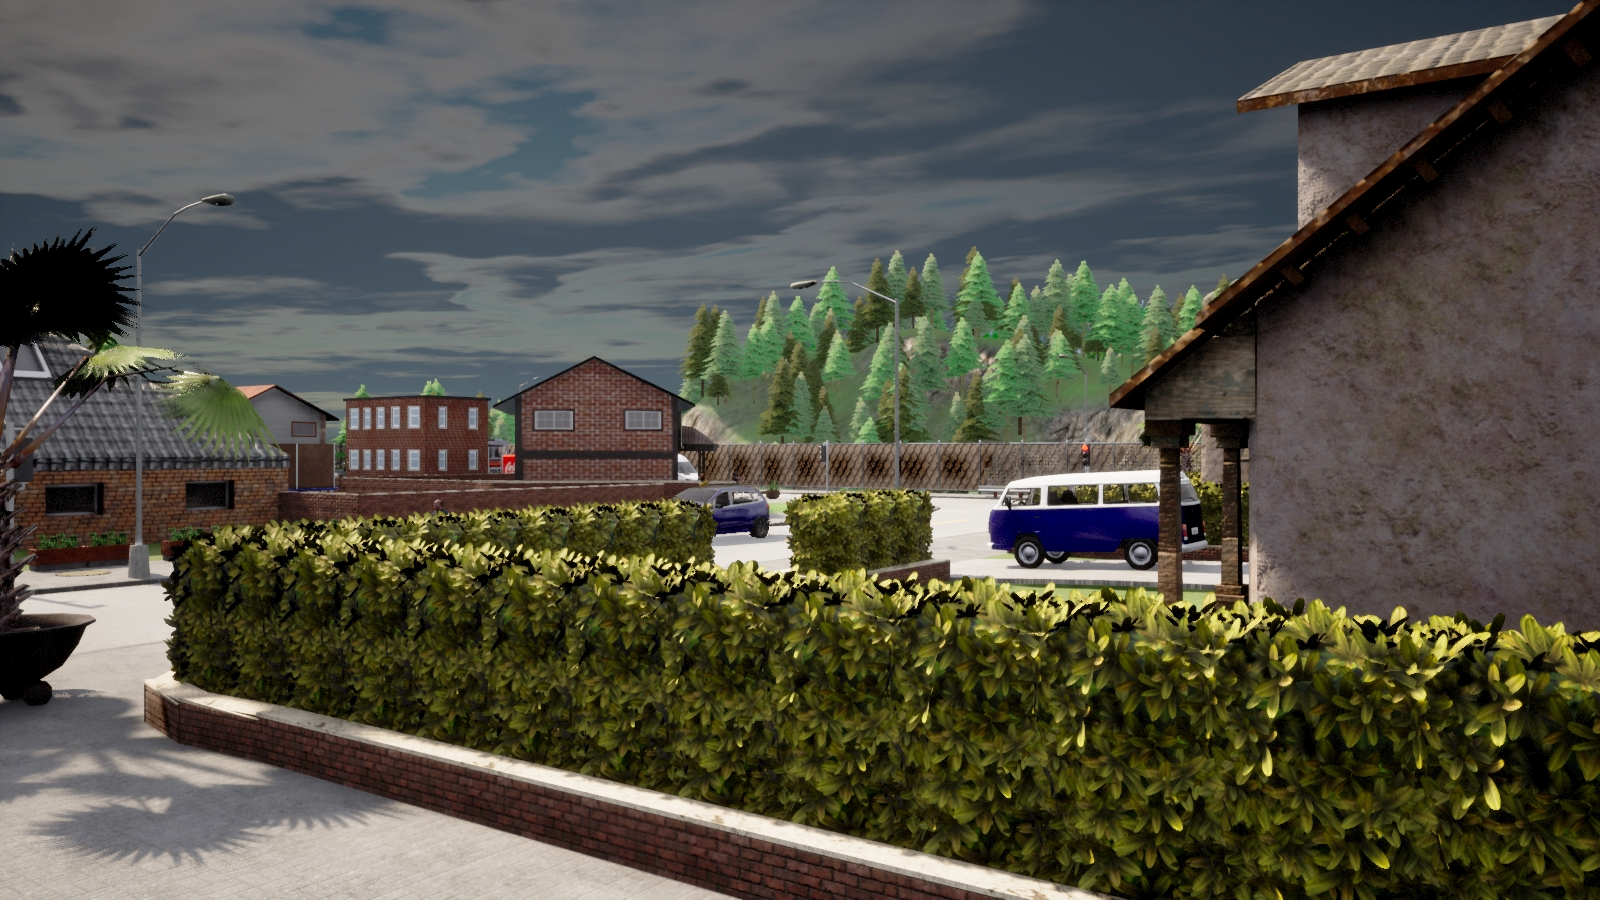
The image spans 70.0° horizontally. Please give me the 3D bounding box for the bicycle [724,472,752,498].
[{"bbox_3d":[-3.643,2.044,67.431,1.835,1.471,0.329,0,0,35],"label":"bicycle"}]

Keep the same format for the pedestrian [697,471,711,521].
[{"bbox_3d":[-3.648,1.732,43.347,0.375,1.860,0.375,0,0,39],"label":"pedestrian"}]

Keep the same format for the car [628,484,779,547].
[{"bbox_3d":[-2.905,1.958,35.378,2.242,1.667,4.611,0,0,35],"label":"car"}]
